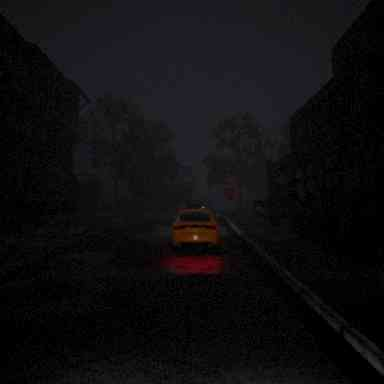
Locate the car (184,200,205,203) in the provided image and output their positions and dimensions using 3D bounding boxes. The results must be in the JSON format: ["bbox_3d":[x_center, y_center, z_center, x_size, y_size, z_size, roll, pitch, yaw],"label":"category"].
[{"bbox_3d":[0.179,1.311,27.287,1.994,1.385,4.181,0,-1,2],"label":"car"}]

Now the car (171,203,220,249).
[{"bbox_3d":[0.144,1.459,14.451,1.882,1.535,5.008,0,0,0],"label":"car"}]
